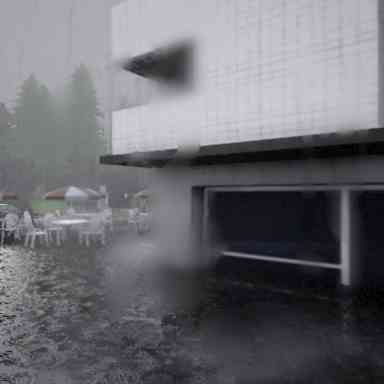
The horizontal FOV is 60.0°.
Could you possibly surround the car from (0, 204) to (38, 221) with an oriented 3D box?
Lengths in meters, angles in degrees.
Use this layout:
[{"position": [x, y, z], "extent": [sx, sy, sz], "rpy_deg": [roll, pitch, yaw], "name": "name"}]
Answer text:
[{"position": [-14.326, 1.651, 25.645], "extent": [1.812, 1.442, 4.674], "rpy_deg": [0, 0, 35], "name": "car"}]
